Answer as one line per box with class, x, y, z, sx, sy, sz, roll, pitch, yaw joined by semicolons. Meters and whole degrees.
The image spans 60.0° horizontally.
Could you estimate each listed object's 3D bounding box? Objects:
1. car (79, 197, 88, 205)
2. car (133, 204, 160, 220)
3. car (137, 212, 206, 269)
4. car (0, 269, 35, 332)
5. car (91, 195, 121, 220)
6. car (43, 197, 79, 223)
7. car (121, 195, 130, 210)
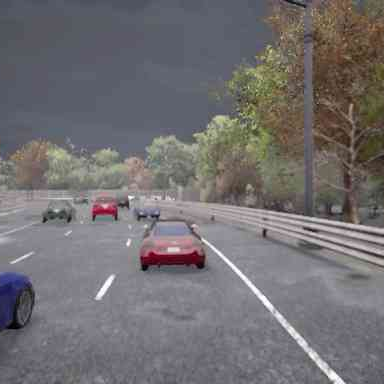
car;-22.588;1.816;67.287;1.837;1.490;4.892;0;0;-37
car;-3.981;1.712;28.637;1.895;1.301;4.718;0;0;-14
car;-0.735;1.605;11.391;1.994;1.385;4.181;0;0;-6
car;-3.640;1.554;3.995;1.812;1.442;4.674;0;0;-2
car;-7.860;1.354;30.026;2.150;2.045;5.566;0;0;-15
car;-10.820;1.488;27.396;2.097;1.767;4.553;0;0;-14
car;-10.269;1.418;46.372;2.150;2.045;5.566;0;0;-24
